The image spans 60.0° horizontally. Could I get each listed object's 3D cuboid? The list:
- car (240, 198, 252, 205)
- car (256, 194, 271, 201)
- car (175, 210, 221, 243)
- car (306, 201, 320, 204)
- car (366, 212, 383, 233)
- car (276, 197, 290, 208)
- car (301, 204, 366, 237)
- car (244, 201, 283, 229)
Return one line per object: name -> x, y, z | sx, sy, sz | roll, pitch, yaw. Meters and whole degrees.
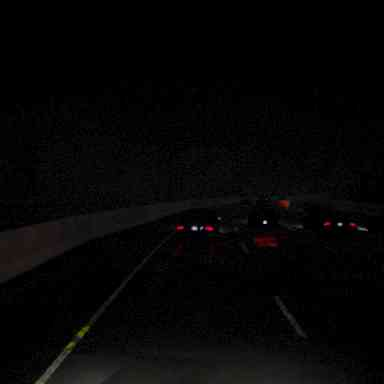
car -> 10.277, 1.749, 62.896 | 1.994, 1.385, 4.181 | 0, 0, 19
car -> 13.334, 1.437, 61.782 | 2.150, 2.045, 5.566 | 0, 0, 20
car -> 0.384, 1.572, 16.322 | 2.033, 1.411, 5.357 | 1, 0, 6
car -> 14.635, 1.804, 40.394 | 1.895, 1.301, 4.718 | 1, 0, 13
car -> 11.059, 1.686, 17.690 | 2.033, 1.411, 5.357 | 1, 0, 7
car -> 14.607, 1.571, 53.475 | 2.097, 1.767, 4.553 | 1, 0, 17
car -> 7.597, 1.651, 18.805 | 2.033, 1.411, 5.357 | 1, 0, 7
car -> 4.748, 1.584, 22.617 | 1.837, 1.490, 4.892 | 0, 0, 7
